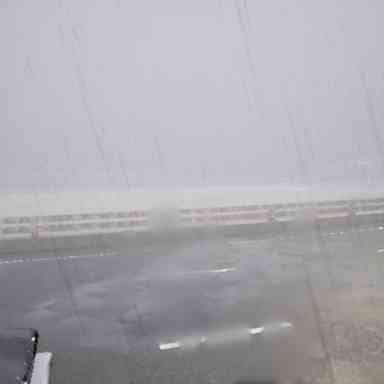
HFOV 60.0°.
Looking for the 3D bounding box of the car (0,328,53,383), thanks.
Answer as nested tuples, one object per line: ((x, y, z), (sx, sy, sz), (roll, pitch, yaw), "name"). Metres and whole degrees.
((-3.450, 1.656, 2.044), (4.718, 1.301, 1.895), (-2, 1, -15), "car")
